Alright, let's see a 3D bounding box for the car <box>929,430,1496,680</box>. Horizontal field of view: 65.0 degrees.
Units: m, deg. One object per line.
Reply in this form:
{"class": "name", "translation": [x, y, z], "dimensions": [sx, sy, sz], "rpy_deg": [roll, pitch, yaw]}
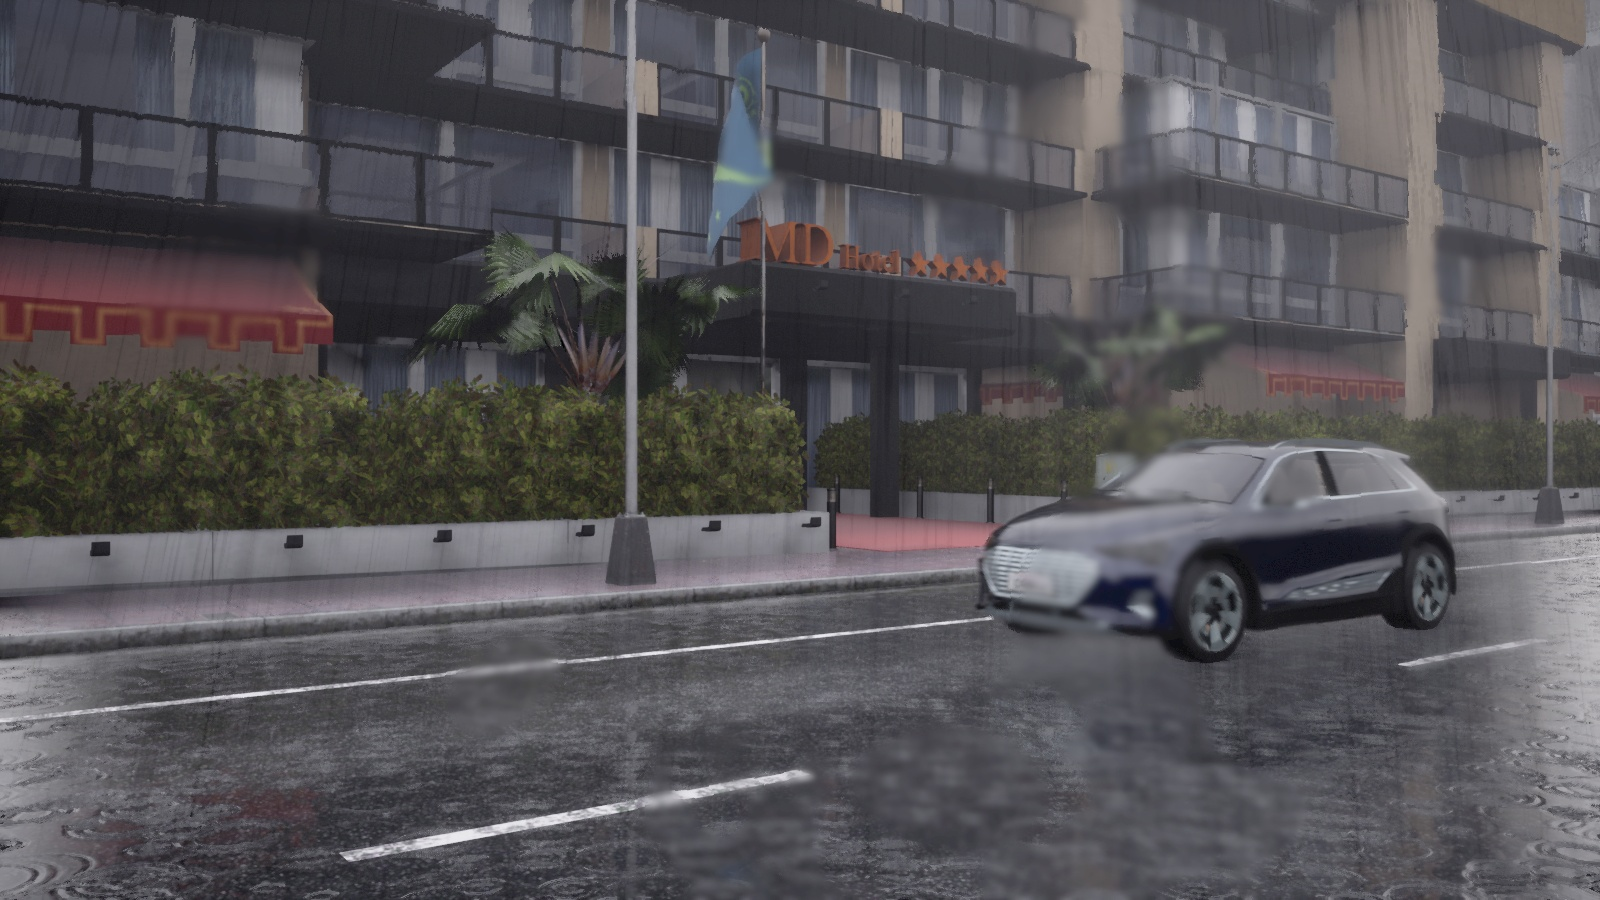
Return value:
{"class": "car", "translation": [3.590, 0.693, 10.525], "dimensions": [4.856, 1.649, 2.033], "rpy_deg": [0, 0, -36]}
